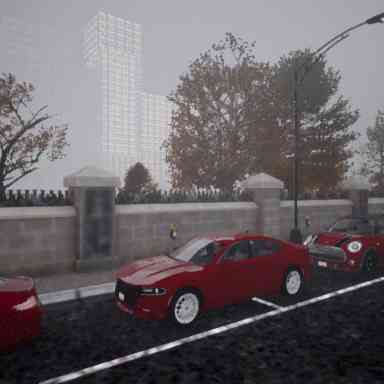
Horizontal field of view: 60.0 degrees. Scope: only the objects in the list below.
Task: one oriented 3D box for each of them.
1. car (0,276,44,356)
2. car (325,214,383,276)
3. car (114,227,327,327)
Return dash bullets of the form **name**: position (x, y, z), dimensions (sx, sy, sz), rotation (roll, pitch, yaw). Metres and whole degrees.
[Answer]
- **car**: position (-3.962, 1.579, 3.733), dimensions (4.206, 1.307, 1.802), rotation (0, 0, -35)
- **car**: position (5.203, 1.447, 10.270), dimensions (4.097, 1.590, 1.967), rotation (0, 0, -35)
- **car**: position (0.620, 1.544, 7.002), dimensions (4.507, 1.381, 1.887), rotation (0, 0, -35)
